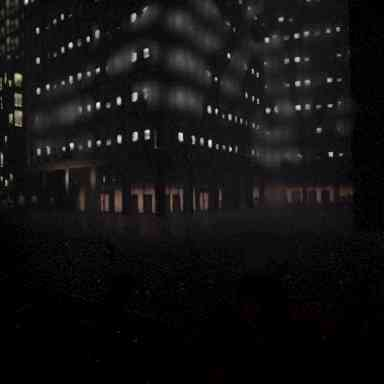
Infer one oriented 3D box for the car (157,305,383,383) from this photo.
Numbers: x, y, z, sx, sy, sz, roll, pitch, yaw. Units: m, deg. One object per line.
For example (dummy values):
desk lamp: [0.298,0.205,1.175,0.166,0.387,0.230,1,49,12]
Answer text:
car: [2.007,1.306,1.453,5.009,1.841,2.192,-1,-1,36]
